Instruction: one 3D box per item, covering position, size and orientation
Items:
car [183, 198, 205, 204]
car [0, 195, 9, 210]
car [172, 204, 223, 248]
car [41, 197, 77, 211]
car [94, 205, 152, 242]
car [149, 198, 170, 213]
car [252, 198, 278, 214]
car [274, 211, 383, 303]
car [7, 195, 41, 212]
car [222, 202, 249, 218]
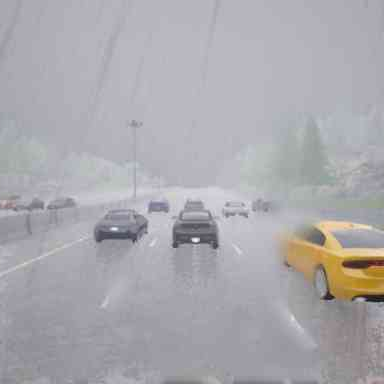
[{"bbox_3d":[0.199,1.351,33.101,2.128,1.511,4.902,0,1,0],"label":"car"},{"bbox_3d":[-20.974,1.129,37.707,2.097,1.767,4.553,0,1,0],"label":"car"},{"bbox_3d":[0.144,1.506,14.834,1.837,1.490,4.892,0,1,0],"label":"car"},{"bbox_3d":[-13.985,1.314,35.833,1.837,1.490,4.892,0,1,0],"label":"car"},{"bbox_3d":[-3.350,1.553,16.352,1.994,1.385,4.181,0,0,0],"label":"car"},{"bbox_3d":[-3.298,1.321,34.104,1.882,1.535,5.008,0,1,0],"label":"car"},{"bbox_3d":[7.199,1.375,32.993,1.837,1.490,4.892,0,1,0],"label":"car"},{"bbox_3d":[3.626,1.493,8.375,1.882,1.535,5.008,0,0,0],"label":"car"},{"bbox_3d":[-17.485,1.331,35.861,1.812,1.442,4.674,0,1,0],"label":"car"},{"bbox_3d":[3.687,1.506,29.195,1.895,1.301,4.718,0,1,0],"label":"car"}]
